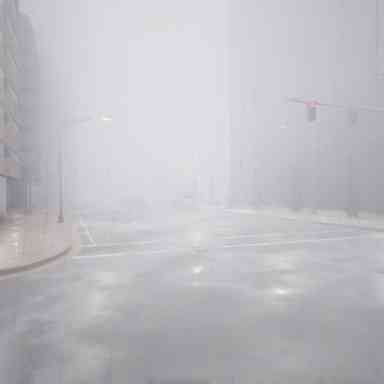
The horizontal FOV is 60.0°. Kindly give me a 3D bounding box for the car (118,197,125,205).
[{"bbox_3d":[-12.030,1.570,59.836,1.882,1.535,5.008,0,0,-21],"label":"car"}]

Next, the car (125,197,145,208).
[{"bbox_3d":[-8.326,1.561,50.153,2.128,1.511,4.902,0,0,-20],"label":"car"}]

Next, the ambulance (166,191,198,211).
[{"bbox_3d":[-1.468,1.050,41.771,2.351,2.431,6.366,0,0,-21],"label":"ambulance"}]
